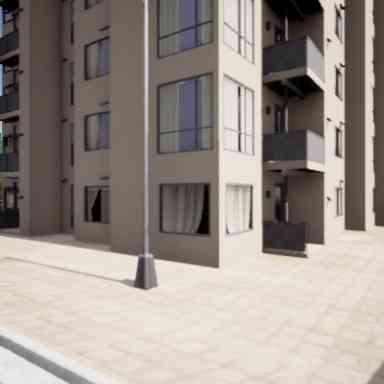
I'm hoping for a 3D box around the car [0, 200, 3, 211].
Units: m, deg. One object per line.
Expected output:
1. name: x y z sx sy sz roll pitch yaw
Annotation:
1. car: -20.560 1.526 38.562 2.128 1.511 4.902 0 0 19
